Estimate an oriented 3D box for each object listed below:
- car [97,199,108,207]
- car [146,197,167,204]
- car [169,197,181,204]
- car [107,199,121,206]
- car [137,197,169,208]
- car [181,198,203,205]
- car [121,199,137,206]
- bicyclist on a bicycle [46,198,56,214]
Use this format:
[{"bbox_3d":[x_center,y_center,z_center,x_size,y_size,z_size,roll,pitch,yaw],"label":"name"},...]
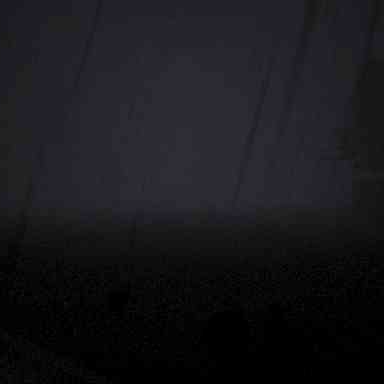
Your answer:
[{"bbox_3d":[-15.765,2.092,62.864,1.994,1.385,4.181,-1,0,35],"label":"car"},{"bbox_3d":[-7.810,1.916,74.316,1.882,1.535,5.008,-1,0,35],"label":"car"},{"bbox_3d":[-2.050,1.958,70.336,1.895,1.301,4.718,-1,0,35],"label":"car"},{"bbox_3d":[-12.769,2.055,61.033,1.994,1.385,4.181,-1,0,35],"label":"car"},{"bbox_3d":[-6.672,1.892,57.537,1.882,1.535,5.008,-1,0,35],"label":"car"},{"bbox_3d":[0.348,2.016,67.655,1.895,1.301,4.718,-1,0,35],"label":"car"},{"bbox_3d":[-9.921,2.017,59.001,1.994,1.385,4.181,-1,0,35],"label":"car"},{"bbox_3d":[-15.655,1.524,37.139,1.656,1.620,0.582,33,16,27],"label":"bicyclist on a bicycle"}]
